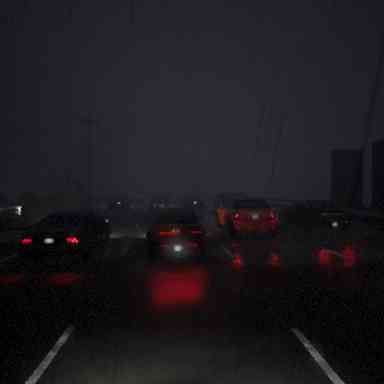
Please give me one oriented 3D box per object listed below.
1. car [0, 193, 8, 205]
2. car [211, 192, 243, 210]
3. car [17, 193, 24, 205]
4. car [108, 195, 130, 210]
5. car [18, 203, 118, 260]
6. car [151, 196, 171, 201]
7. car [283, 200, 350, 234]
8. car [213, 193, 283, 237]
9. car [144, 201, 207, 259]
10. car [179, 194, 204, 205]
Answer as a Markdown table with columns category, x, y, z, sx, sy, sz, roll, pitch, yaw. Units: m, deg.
| category | x | y | z | sx | sy | sz | roll | pitch | yaw |
| --- | --- | --- | --- | --- | --- | --- | --- | --- | --- |
| car | -23.211 | 0.824 | 39.267 | 2.128 | 1.511 | 4.902 | 0 | 1 | -15 |
| car | 3.445 | 0.842 | 33.293 | 1.837 | 1.490 | 4.892 | 0 | 1 | -11 |
| car | -19.927 | 0.786 | 40.547 | 2.128 | 1.511 | 4.902 | 0 | 1 | -15 |
| car | -7.054 | 0.965 | 32.259 | 1.994 | 1.385 | 4.181 | 0 | 1 | -11 |
| car | -4.104 | 1.337 | 11.585 | 2.033 | 1.411 | 5.357 | 0 | 1 | -5 |
| car | -2.579 | 1.026 | 27.330 | 2.033 | 1.411 | 5.357 | 0 | 1 | -9 |
| car | 5.937 | 1.138 | 16.788 | 2.128 | 1.511 | 4.902 | 0 | 1 | -6 |
| car | 2.469 | 1.025 | 16.226 | 2.097 | 1.767 | 4.553 | 0 | 1 | -6 |
| car | -0.607 | 1.278 | 11.734 | 1.837 | 1.490 | 4.892 | 0 | 1 | -5 |
| car | -0.087 | 0.920 | 33.103 | 1.994 | 1.385 | 4.181 | 0 | 1 | -11 |
